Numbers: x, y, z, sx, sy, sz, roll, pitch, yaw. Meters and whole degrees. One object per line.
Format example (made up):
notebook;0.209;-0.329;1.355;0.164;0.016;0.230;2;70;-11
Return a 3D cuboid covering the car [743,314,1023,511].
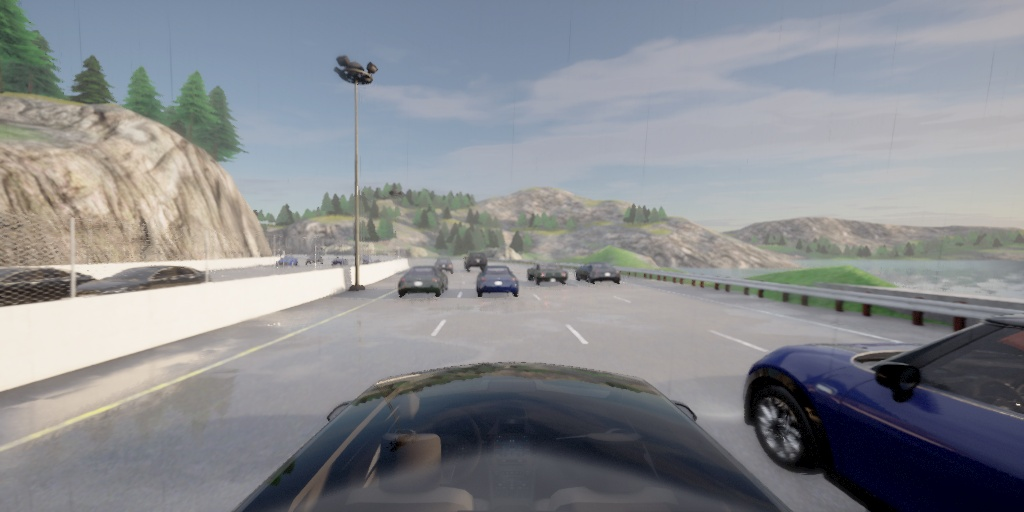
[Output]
car;3.501;1.093;1.927;2.097;1.767;4.553;0;1;0

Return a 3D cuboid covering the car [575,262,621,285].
car;5.599;1.080;23.910;1.994;1.385;4.181;0;1;-7

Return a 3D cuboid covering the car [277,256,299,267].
car;-33.138;0.805;53.106;1.882;1.535;5.008;0;1;-19

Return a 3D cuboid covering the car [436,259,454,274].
car;-6.775;0.972;35.495;2.033;1.411;5.357;0;1;-11

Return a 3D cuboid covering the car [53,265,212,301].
car;-14.742;1.154;14.647;1.837;1.490;4.892;0;1;-5

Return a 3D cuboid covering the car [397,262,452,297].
car;-4.287;1.162;17.714;1.994;1.385;4.181;0;1;-5

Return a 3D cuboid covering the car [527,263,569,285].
car;2.171;1.129;23.372;1.895;1.301;4.718;0;1;-7

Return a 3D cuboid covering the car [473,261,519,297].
car;-0.791;1.153;17.870;1.994;1.385;4.181;0;1;-5

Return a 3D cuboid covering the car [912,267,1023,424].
car;6.987;1.075;3.027;2.097;1.767;4.553;0;1;-1

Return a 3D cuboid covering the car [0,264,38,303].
car;-21.642;1.155;13.231;1.882;1.535;5.008;0;1;-5

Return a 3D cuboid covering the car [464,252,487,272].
car;-4.035;0.600;39.507;2.150;2.045;5.566;0;1;-12

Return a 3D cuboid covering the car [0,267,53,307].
car;-18.117;1.178;12.955;1.837;1.490;4.892;0;1;-5

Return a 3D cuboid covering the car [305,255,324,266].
car;-29.823;0.588;54.226;1.837;1.490;4.892;0;1;-19

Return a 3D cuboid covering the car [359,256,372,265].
car;-23.193;0.729;56.472;1.882;1.535;5.008;0;1;-19

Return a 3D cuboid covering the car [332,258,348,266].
car;-26.498;0.933;55.323;1.895;1.301;4.718;0;1;-19
